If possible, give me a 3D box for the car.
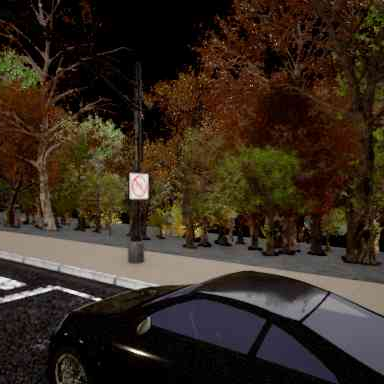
[{"bbox_3d":[0.373,1.567,3.422,4.181,1.385,1.994,0,0,36],"label":"car"}]
